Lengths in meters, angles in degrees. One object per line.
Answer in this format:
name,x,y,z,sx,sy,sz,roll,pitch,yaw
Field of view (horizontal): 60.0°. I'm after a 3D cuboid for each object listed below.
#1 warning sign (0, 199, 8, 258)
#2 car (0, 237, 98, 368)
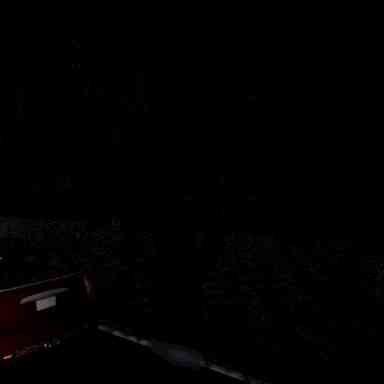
warning sign,-6.839,1.177,10.677,1.060,1.860,1.300,0,0,35
car,-3.462,1.471,5.430,4.097,1.590,1.967,0,0,35
